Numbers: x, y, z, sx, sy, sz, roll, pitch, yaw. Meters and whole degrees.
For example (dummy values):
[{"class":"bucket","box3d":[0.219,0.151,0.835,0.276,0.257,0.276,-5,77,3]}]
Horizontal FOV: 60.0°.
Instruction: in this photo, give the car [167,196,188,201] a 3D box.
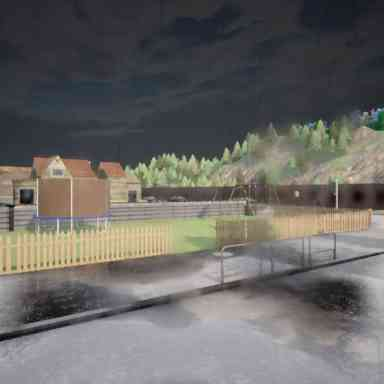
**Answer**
[{"class":"car","box3d":[-2.641,1.503,57.818,1.837,1.490,4.892,0,0,-35]}]

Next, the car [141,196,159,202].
[{"class":"car","box3d":[-7.383,1.599,57.450,1.895,1.301,4.718,0,0,-35]}]

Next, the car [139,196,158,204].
[{"class":"car","box3d":[-8.755,1.524,66.256,1.812,1.442,4.674,0,0,-36]}]

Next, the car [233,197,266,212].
[{"class":"car","box3d":[6.340,1.351,38.163,2.097,1.767,4.553,0,0,-36]}]

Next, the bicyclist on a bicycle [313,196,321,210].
[{"class":"bicyclist on a bicycle","box3d":[15.152,1.347,40.287,1.656,1.620,0.582,0,0,-36]}]
